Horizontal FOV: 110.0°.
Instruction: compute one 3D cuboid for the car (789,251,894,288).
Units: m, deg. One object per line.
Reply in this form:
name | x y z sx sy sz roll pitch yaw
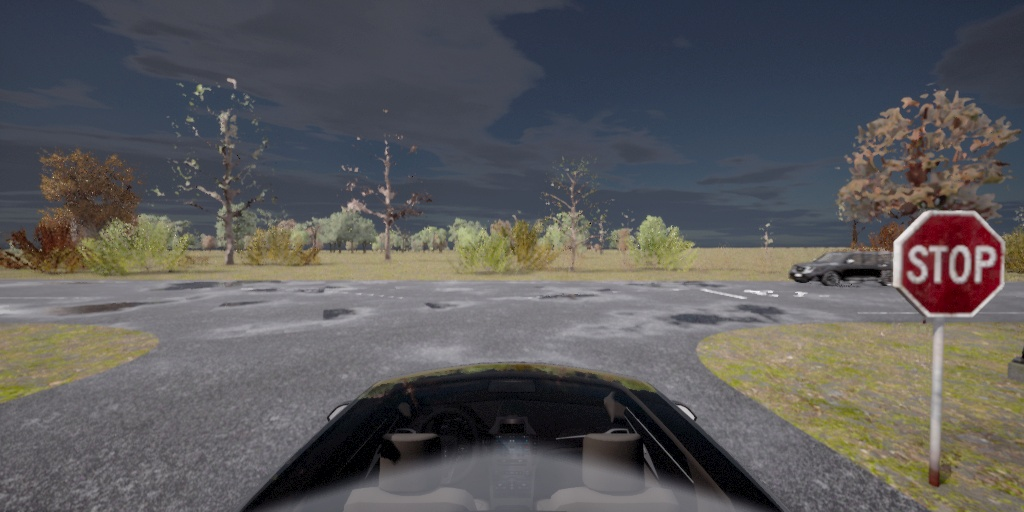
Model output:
car | 19.318 0.755 20.786 5.566 2.045 2.150 0 1 -2
